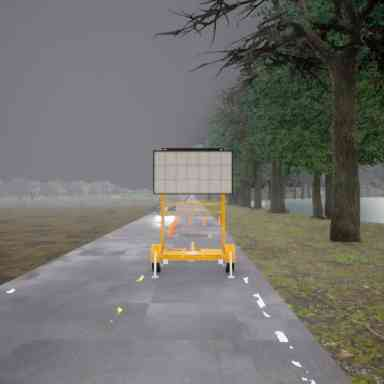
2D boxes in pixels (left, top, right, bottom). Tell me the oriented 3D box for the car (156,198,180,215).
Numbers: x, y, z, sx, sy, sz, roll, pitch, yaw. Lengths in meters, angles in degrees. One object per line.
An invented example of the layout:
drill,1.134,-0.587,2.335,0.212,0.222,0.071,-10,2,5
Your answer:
car,-2.730,1.589,35.399,2.128,1.511,4.902,0,0,0

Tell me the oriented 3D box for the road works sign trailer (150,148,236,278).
road works sign trailer,0.033,0.475,10.124,2.380,3.560,2.880,0,0,0

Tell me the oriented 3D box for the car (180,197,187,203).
car,-2.456,1.996,87.270,2.128,1.511,4.902,0,-1,0
